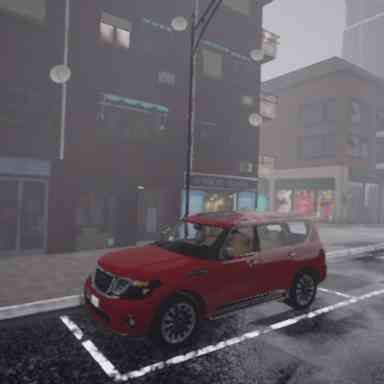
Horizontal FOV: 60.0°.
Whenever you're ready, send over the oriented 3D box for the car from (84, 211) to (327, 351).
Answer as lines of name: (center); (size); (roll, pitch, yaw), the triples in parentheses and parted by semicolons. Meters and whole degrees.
car: (0.590, 1.355, 6.488); (5.009, 1.841, 2.192); (1, 1, -35)
